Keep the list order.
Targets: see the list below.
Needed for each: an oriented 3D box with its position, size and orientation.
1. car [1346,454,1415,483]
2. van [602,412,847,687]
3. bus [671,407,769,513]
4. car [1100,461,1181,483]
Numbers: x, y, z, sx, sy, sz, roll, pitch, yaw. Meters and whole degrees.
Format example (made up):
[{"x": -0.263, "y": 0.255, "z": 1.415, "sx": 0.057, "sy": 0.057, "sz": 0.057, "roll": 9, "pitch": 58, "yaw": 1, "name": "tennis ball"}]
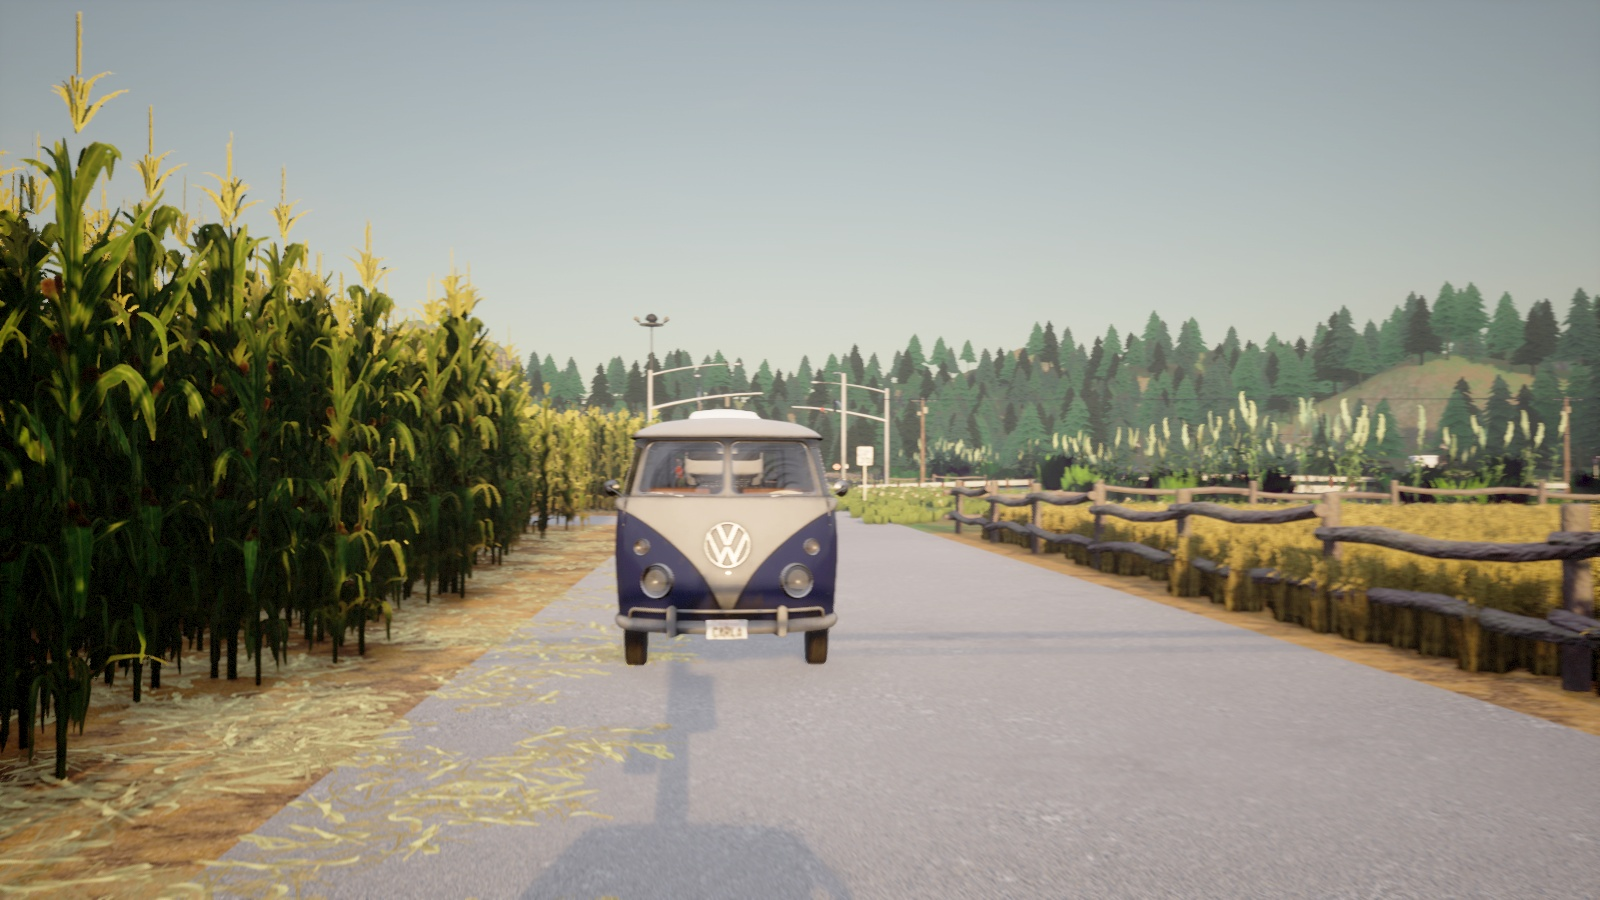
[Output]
[{"x": 39.900, "y": 1.276, "z": 86.430, "sx": 3.866, "sy": 1.878, "sz": 1.905, "roll": 2, "pitch": -1, "yaw": 4, "name": "car"}, {"x": -0.690, "y": 0.763, "z": 11.387, "sx": 1.775, "sy": 1.987, "sz": 4.442, "roll": 0, "pitch": -1, "yaw": -4, "name": "van"}, {"x": -3.555, "y": 0.394, "z": 56.052, "sx": 3.944, "sy": 4.253, "sz": 10.273, "roll": 0, "pitch": 0, "yaw": -4, "name": "bus"}, {"x": 24.621, "y": 1.576, "z": 91.000, "sx": 5.357, "sy": 1.411, "sz": 2.033, "roll": -1, "pitch": -1, "yaw": 3, "name": "car"}]
